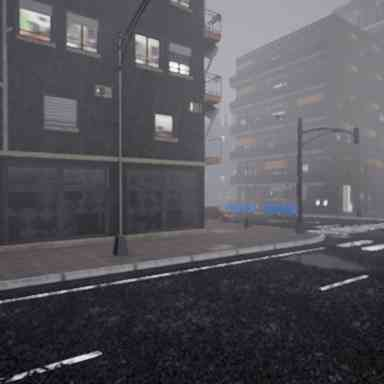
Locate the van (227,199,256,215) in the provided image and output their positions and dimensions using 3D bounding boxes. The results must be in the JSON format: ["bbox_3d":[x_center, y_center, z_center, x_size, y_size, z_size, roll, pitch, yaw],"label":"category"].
[{"bbox_3d":[5.552,1.656,38.291,1.690,1.788,3.998,-1,0,-36],"label":"van"}]

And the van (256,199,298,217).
[{"bbox_3d":[8.862,1.582,33.772,1.690,1.788,3.998,-1,0,-36],"label":"van"}]

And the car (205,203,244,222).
[{"bbox_3d":[2.117,1.861,28.862,1.802,1.307,4.206,-1,0,-36],"label":"car"}]
